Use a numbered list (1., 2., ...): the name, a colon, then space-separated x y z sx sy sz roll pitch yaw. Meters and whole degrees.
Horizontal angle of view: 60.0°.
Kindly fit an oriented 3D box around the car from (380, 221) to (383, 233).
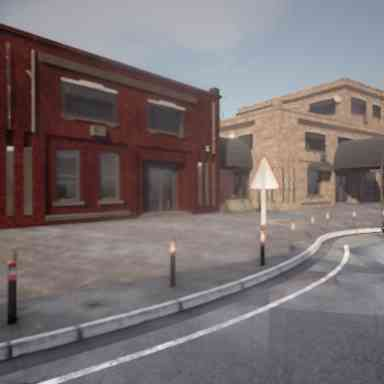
1. car: 11.056 1.534 15.120 4.718 1.301 1.895 0 0 -17
